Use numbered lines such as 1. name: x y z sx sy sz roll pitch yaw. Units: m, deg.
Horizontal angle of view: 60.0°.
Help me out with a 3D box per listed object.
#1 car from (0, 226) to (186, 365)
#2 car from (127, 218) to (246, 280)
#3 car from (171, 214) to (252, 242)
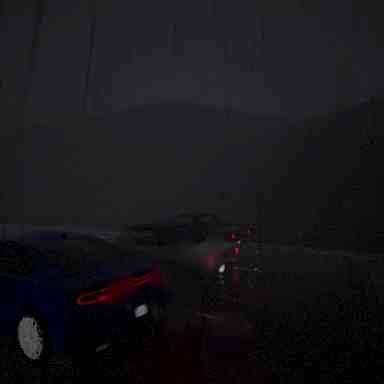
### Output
1. car: -2.753 1.436 5.810 5.008 1.535 1.882 0 0 33
2. car: -1.173 1.516 9.018 4.718 1.301 1.895 0 1 33
3. car: -0.270 1.474 12.592 4.718 1.301 1.895 0 1 32
